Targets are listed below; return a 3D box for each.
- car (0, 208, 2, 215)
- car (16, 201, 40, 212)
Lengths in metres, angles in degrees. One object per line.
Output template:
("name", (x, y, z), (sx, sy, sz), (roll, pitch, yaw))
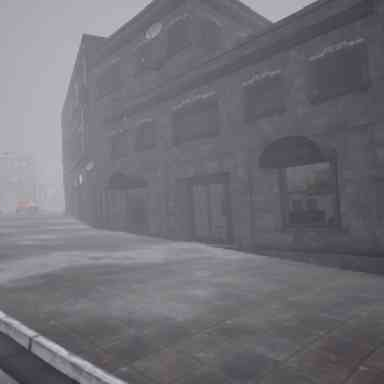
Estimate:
("car", (-23.878, 2.049, 38.532), (1.837, 1.490, 4.892), (-3, 0, -6))
("car", (-25.068, 2.116, 50.917), (2.097, 1.767, 4.553), (-3, -1, -4))
